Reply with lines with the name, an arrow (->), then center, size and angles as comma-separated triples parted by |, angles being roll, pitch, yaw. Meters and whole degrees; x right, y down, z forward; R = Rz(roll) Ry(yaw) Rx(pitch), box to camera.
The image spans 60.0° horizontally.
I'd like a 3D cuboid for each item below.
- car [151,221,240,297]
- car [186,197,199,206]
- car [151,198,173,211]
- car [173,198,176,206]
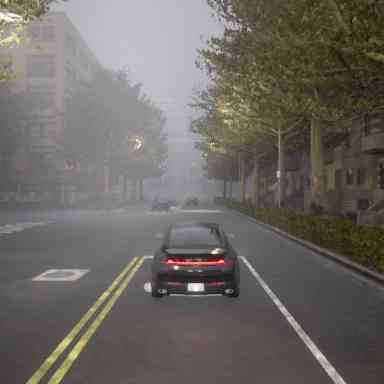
car -> 0.074, 1.502, 8.530 | 1.837, 1.490, 4.892 | 0, 0, 0
car -> 0.003, 1.510, 52.497 | 1.812, 1.442, 4.674 | 0, 0, 0
car -> -3.679, 1.466, 39.829 | 1.882, 1.535, 5.008 | 0, 0, 1
car -> -3.657, 1.585, 53.714 | 1.895, 1.301, 4.718 | 0, 0, 0
